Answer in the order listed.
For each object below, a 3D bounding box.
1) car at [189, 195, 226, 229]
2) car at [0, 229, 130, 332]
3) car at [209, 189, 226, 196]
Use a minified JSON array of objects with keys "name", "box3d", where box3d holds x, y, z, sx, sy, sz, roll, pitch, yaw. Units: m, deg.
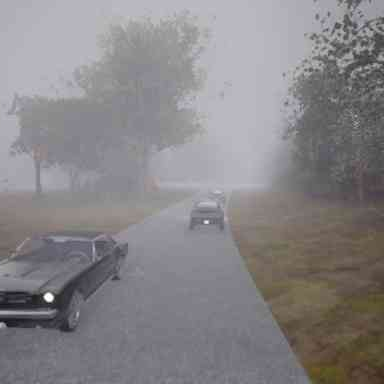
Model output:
[{"name":"car","box3d":[0.908,1.194,19.305,1.837,1.490,4.892,0,2,4]},{"name":"car","box3d":[-2.697,1.533,6.884,1.895,1.301,4.718,1,1,2]},{"name":"car","box3d":[2.849,0.402,37.520,1.812,1.442,4.674,1,3,7]}]
